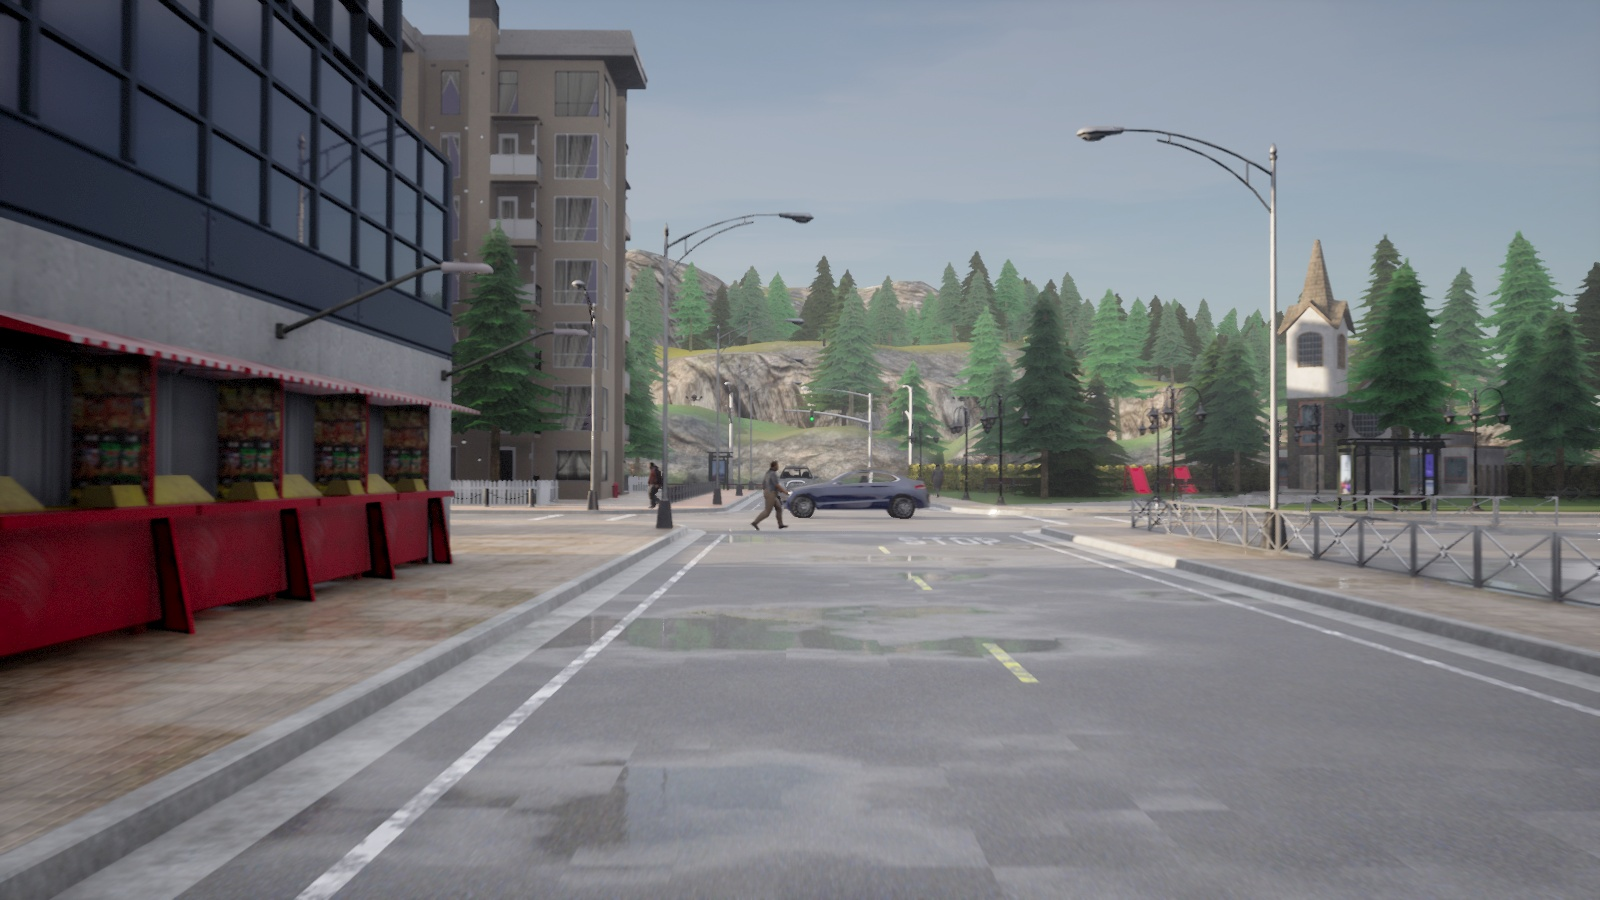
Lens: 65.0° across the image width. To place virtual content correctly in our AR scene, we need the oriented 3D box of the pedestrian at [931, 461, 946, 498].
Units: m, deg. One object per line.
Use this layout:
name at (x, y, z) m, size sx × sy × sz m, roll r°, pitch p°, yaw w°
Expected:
pedestrian at (7.401, 1.572, 67.279) m, size 0.659 × 1.952 × 0.873 m, roll 0°, pitch -1°, yaw -2°

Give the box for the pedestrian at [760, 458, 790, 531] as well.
pedestrian at (-0.642, 1.124, 32.037) m, size 0.694 × 1.848 × 0.540 m, roll 0°, pitch -1°, yaw -10°

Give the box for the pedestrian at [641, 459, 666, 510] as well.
pedestrian at (-5.427, 1.277, 46.587) m, size 0.899 × 1.844 × 0.634 m, roll 0°, pitch -1°, yaw -9°

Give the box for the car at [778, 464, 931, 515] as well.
car at (1.773, 1.302, 42.280) m, size 5.027 × 1.651 × 2.152 m, roll 0°, pitch -1°, yaw -1°

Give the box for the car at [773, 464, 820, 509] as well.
car at (-0.140, 1.539, 54.173) m, size 1.932 × 1.855 × 4.605 m, roll 0°, pitch -1°, yaw 0°
